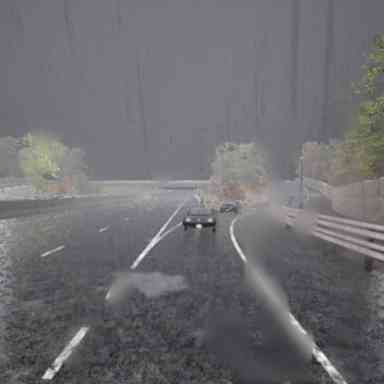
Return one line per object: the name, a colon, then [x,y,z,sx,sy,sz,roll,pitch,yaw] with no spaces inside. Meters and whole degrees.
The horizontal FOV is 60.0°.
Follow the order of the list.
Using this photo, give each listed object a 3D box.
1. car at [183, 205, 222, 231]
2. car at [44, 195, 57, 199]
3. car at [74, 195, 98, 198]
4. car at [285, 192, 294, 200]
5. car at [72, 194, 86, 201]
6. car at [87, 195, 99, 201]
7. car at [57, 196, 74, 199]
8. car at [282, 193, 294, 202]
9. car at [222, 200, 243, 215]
car: [0.665,1.573,20.460,1.895,1.301,4.718,0,0,7]
car: [-28.001,1.438,66.223,2.128,1.511,4.902,0,0,0]
car: [-21.000,1.453,66.223,2.033,1.411,5.357,0,0,0]
car: [26.308,0.950,89.264,2.097,1.767,4.553,0,4,19]
car: [-28.001,1.383,82.472,1.882,1.535,5.008,0,0,0]
car: [-24.501,1.430,82.472,1.812,1.442,4.674,0,0,0]
car: [-24.501,1.437,66.223,1.812,1.442,4.674,0,0,0]
car: [22.689,1.761,79.471,2.033,1.411,5.357,0,3,20]
car: [4.505,1.734,37.539,1.837,1.490,4.892,-1,-1,18]
